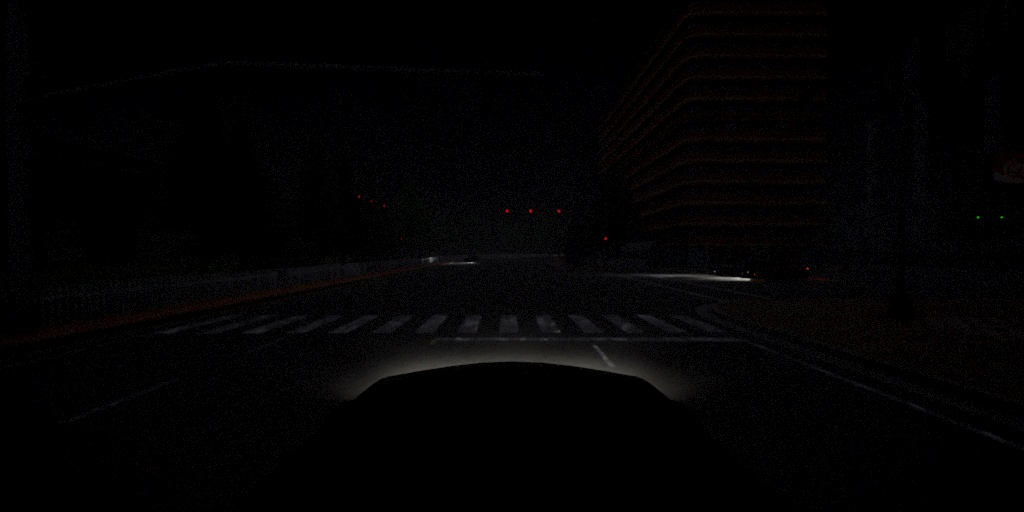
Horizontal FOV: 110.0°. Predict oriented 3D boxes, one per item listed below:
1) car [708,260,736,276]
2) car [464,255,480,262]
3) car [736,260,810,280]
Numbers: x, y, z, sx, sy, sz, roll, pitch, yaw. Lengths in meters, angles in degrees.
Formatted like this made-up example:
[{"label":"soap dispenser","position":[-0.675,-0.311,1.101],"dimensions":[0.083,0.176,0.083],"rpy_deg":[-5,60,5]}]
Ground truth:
[{"label":"car","position":[19.438,1.012,30.494],"dimensions":[4.718,1.301,1.895],"rpy_deg":[0,1,0]},{"label":"car","position":[-7.026,0.435,63.035],"dimensions":[1.895,1.301,4.718],"rpy_deg":[0,1,9]},{"label":"car","position":[19.771,1.026,26.988],"dimensions":[4.181,1.385,1.994],"rpy_deg":[0,1,1]}]
